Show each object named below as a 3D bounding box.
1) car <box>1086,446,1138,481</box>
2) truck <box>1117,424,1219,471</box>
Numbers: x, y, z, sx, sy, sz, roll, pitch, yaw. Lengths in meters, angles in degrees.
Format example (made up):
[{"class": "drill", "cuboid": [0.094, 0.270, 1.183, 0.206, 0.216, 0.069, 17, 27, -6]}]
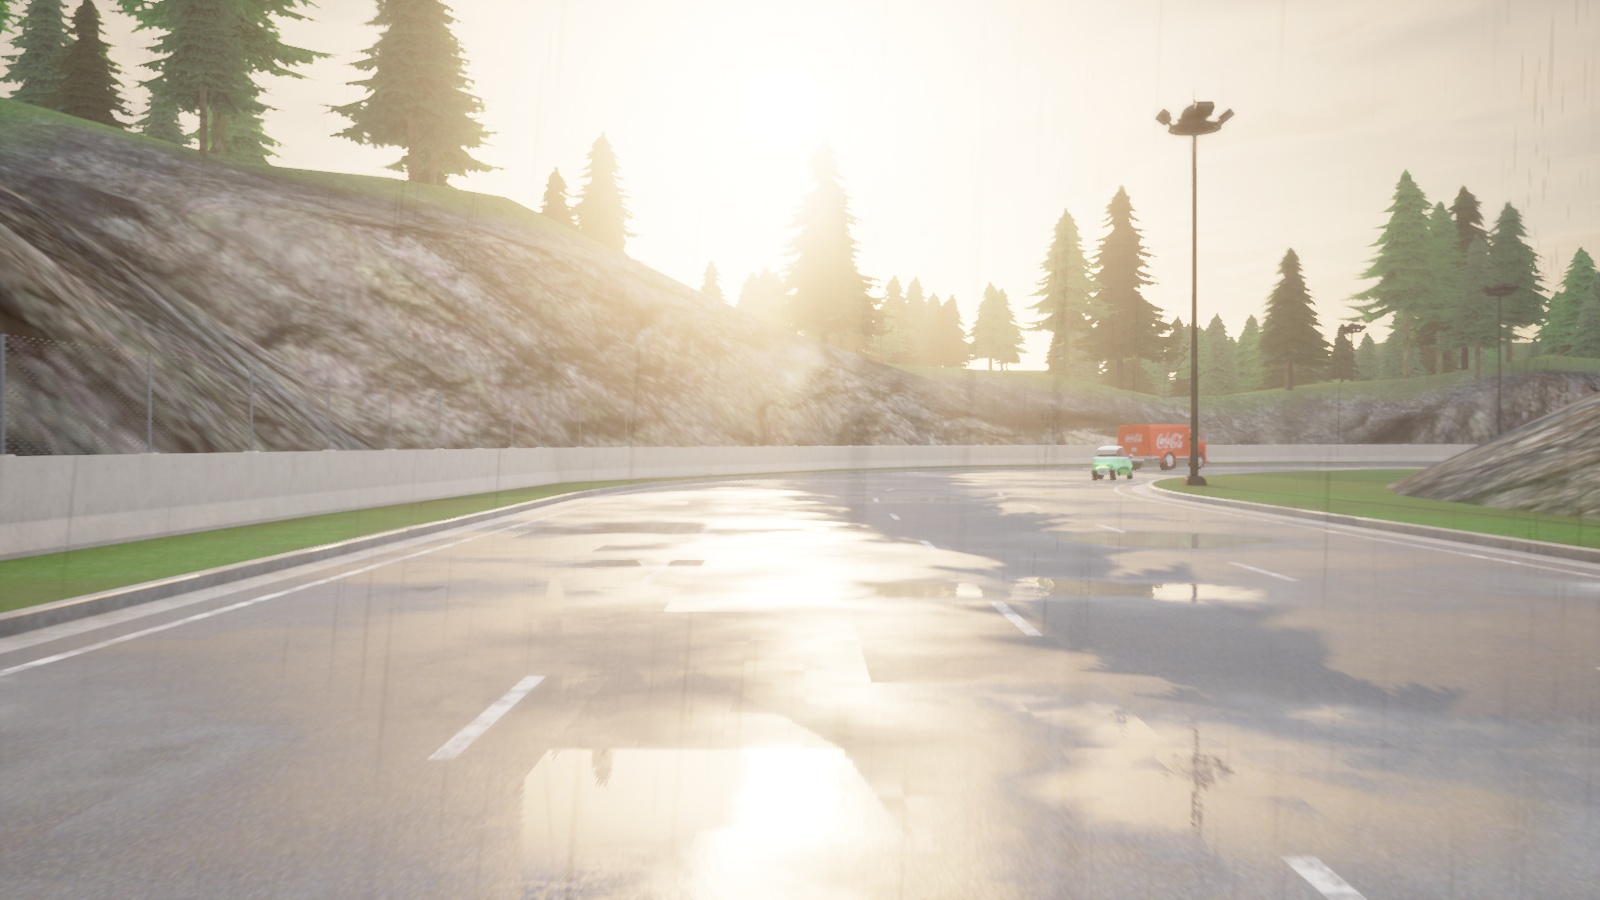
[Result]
[{"class": "car", "cuboid": [12.520, 0.528, 50.323, 1.481, 1.376, 2.207, 0, 0, 30]}, {"class": "truck", "cuboid": [20.043, -0.110, 68.405, 5.204, 2.467, 2.627, 0, 0, -35]}]
